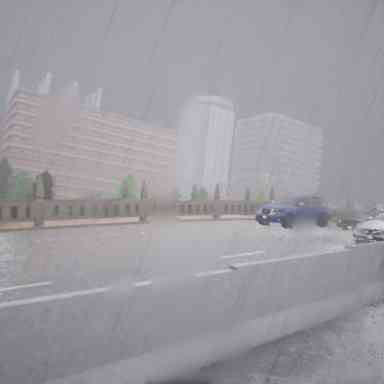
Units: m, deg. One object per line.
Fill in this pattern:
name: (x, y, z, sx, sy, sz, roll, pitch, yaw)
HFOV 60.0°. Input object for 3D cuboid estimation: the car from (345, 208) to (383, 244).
car: (8.861, 1.535, 14.304, 4.674, 1.442, 1.812, 2, 0, -34)

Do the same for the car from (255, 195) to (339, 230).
car: (6.578, 1.216, 21.227, 5.566, 2.045, 2.150, 2, -1, -34)

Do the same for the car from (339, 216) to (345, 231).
car: (10.987, 1.700, 20.011, 5.357, 1.411, 2.033, 3, -1, -34)
